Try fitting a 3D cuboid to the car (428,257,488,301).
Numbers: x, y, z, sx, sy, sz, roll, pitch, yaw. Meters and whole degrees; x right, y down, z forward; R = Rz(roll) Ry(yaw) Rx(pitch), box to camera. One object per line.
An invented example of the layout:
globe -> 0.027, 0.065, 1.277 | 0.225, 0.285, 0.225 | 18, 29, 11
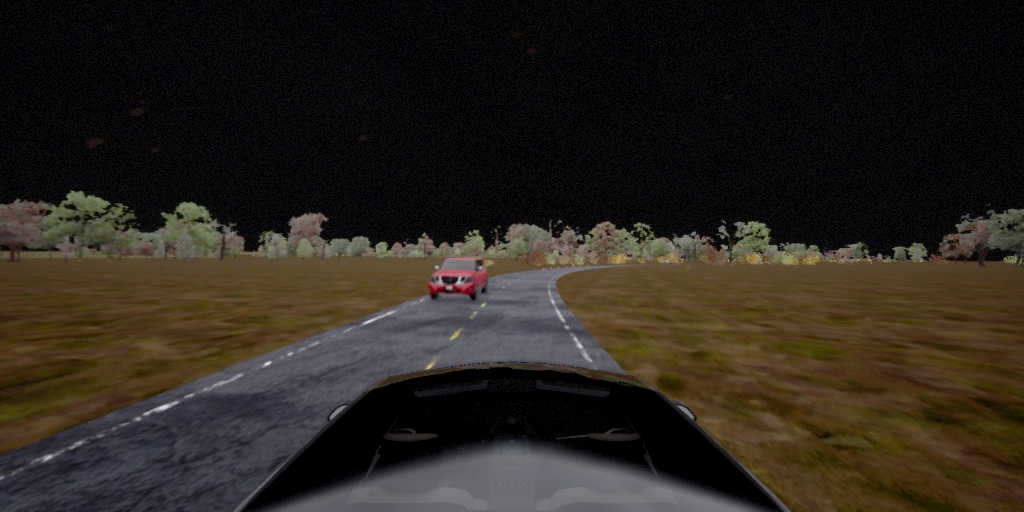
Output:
car -> -2.552, 1.054, 18.416 | 2.150, 2.045, 5.566 | 0, 0, 4
